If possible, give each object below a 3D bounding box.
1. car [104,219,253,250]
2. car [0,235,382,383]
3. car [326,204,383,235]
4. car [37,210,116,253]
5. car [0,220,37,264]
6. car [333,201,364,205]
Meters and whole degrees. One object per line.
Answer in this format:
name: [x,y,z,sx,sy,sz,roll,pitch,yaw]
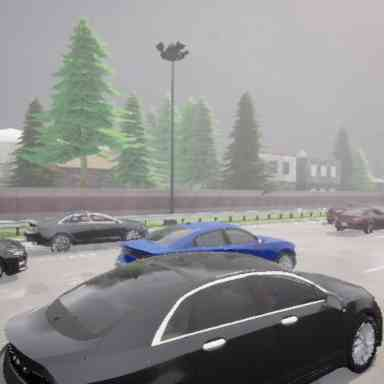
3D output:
car: [0.580,1.506,8.459,5.008,1.535,1.882,0,0,-36]
car: [0.443,1.520,4.062,4.892,1.490,1.837,0,0,-36]
car: [10.260,1.632,19.666,4.674,1.442,1.812,0,0,-36]
car: [-4.159,1.515,13.678,4.902,1.511,2.128,0,0,-36]
car: [-6.525,1.487,7.691,4.902,1.511,2.128,0,0,-36]
car: [12.351,1.485,25.459,4.553,1.767,2.097,0,0,-36]
